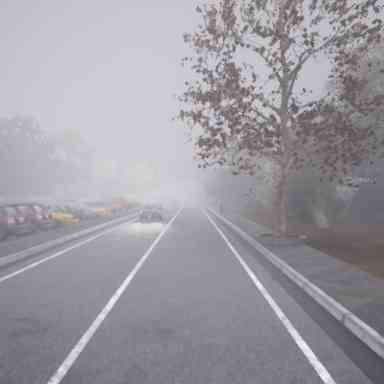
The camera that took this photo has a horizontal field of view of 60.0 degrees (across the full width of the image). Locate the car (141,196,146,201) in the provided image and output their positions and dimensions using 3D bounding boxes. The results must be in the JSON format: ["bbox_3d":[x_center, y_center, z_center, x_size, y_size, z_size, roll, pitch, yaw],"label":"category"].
[{"bbox_3d":[-10.477,1.828,52.015,5.366,1.575,1.946,0,-1,0],"label":"car"}]

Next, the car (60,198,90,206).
[{"bbox_3d":[-23.179,2.055,65.917,5.366,1.575,1.946,0,-1,0],"label":"car"}]

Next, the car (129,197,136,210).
[{"bbox_3d":[-10.325,1.771,43.696,4.792,1.488,2.163,0,0,0],"label":"car"}]

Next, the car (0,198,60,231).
[{"bbox_3d":[-10.277,1.410,18.711,4.553,1.767,2.185,0,0,0],"label":"car"}]

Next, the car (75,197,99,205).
[{"bbox_3d":[-23.392,2.071,74.104,4.553,1.767,2.185,0,-1,0],"label":"car"}]

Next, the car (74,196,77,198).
[{"bbox_3d":[-23.396,1.713,60.382,5.566,2.045,2.435,0,-1,0],"label":"car"}]

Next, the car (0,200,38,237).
[{"bbox_3d":[-10.278,1.387,15.935,4.553,1.767,2.185,0,0,0],"label":"car"}]

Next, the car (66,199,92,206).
[{"bbox_3d":[-23.360,2.145,68.686,4.674,1.452,2.002,0,-1,0],"label":"car"}]

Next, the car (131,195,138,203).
[{"bbox_3d":[-10.326,1.642,46.470,4.553,1.767,2.185,0,-1,0],"label":"car"}]

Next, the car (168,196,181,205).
[{"bbox_3d":[-3.445,2.018,69.374,1.837,1.490,4.892,0,-1,0],"label":"car"}]

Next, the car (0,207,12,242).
[{"bbox_3d":[-10.305,1.490,13.158,5.008,1.535,2.097,0,0,0],"label":"car"}]

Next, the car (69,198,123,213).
[{"bbox_3d":[-10.271,1.703,35.367,4.792,1.488,2.163,0,0,0],"label":"car"}]

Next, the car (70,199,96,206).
[{"bbox_3d":[-23.332,2.181,71.456,4.792,1.488,2.163,0,-1,0],"label":"car"}]

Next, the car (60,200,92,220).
[{"bbox_3d":[-10.299,1.583,24.263,4.892,1.521,2.231,0,0,0],"label":"car"}]

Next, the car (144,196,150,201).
[{"bbox_3d":[-10.105,1.868,54.668,5.366,1.575,1.946,0,-1,0],"label":"car"}]

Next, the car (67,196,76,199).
[{"bbox_3d":[-23.340,1.947,57.609,4.792,1.488,2.163,0,-1,0],"label":"car"}]

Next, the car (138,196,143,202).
[{"bbox_3d":[-10.287,1.797,49.248,4.892,1.521,2.231,0,-1,0],"label":"car"}]

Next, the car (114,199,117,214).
[{"bbox_3d":[-10.272,1.680,32.591,4.792,1.488,2.163,0,0,0],"label":"car"}]

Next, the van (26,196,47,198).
[{"bbox_3d":[-23.266,1.542,46.556,4.442,1.987,1.878,0,-1,0],"label":"van"}]

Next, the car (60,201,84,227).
[{"bbox_3d":[-10.121,1.556,21.487,5.366,1.575,1.946,0,0,0],"label":"car"}]

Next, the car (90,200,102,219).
[{"bbox_3d":[-10.310,1.606,27.039,4.892,1.521,2.231,0,0,0],"label":"car"}]

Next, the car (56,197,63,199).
[{"bbox_3d":[-23.400,1.859,51.944,4.792,1.488,2.163,0,-1,0],"label":"car"}]

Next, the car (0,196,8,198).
[{"bbox_3d":[-23.351,1.422,35.461,5.566,2.045,2.435,0,0,0],"label":"car"}]

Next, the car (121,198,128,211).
[{"bbox_3d":[-10.269,1.726,38.143,4.792,1.488,2.163,0,0,0],"label":"car"}]

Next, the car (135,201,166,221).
[{"bbox_3d":[-3.381,1.717,28.744,1.895,1.301,4.718,0,-1,0],"label":"car"}]

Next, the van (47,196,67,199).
[{"bbox_3d":[-23.487,1.645,54.719,4.442,1.987,1.878,0,-1,0],"label":"van"}]

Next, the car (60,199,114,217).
[{"bbox_3d":[-10.117,1.624,29.815,5.366,1.575,1.946,0,0,0],"label":"car"}]

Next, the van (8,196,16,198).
[{"bbox_3d":[-23.261,1.470,38.230,4.442,1.987,1.878,0,0,0],"label":"van"}]

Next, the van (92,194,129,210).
[{"bbox_3d":[-10.414,1.493,40.921,4.442,1.987,1.878,0,0,0],"label":"van"}]

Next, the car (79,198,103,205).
[{"bbox_3d":[-23.354,2.243,76.873,5.008,1.535,2.097,0,-1,0],"label":"car"}]

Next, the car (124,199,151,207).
[{"bbox_3d":[-10.292,2.012,63.116,4.892,1.521,2.231,0,-1,0],"label":"car"}]

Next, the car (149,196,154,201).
[{"bbox_3d":[-10.102,1.961,60.340,5.366,1.575,1.946,0,-1,0],"label":"car"}]

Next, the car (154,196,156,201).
[{"bbox_3d":[-10.470,2.055,65.892,5.366,1.575,1.946,0,-1,0],"label":"car"}]

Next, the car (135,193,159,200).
[{"bbox_3d":[-10.312,1.854,68.672,5.566,2.045,2.435,0,-1,0],"label":"car"}]

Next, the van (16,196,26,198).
[{"bbox_3d":[-23.493,1.493,41.000,4.442,1.987,1.878,0,0,0],"label":"van"}]
